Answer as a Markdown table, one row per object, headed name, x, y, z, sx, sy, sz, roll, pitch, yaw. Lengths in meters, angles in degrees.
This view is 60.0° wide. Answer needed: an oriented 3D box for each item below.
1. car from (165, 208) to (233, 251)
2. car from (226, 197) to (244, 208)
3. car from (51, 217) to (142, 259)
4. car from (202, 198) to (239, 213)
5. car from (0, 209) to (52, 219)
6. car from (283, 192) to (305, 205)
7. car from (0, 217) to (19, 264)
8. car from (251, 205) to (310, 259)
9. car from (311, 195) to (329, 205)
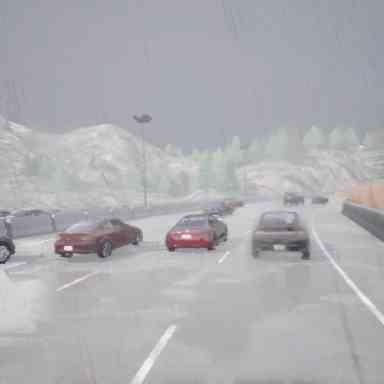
| name | x | y | z | sx | sy | sz | roll | pitch | yaw |
| --- | --- | --- | --- | --- | --- | --- | --- | --- | --- |
| car | 0.336 | 1.658 | 14.610 | 1.994 | 1.385 | 4.181 | -2 | 0 | 16 |
| car | 5.857 | 1.481 | 47.406 | 2.097 | 1.767 | 4.553 | -2 | 0 | 28 |
| car | -3.668 | 1.758 | 13.701 | 1.812 | 1.442 | 4.674 | -2 | 0 | 15 |
| car | 2.611 | 1.688 | 32.540 | 2.033 | 1.411 | 5.357 | -2 | 0 | 24 |
| car | -14.047 | 2.216 | 28.082 | 1.837 | 1.490 | 4.892 | -2 | 0 | 19 |
| car | 15.786 | 1.021 | 51.344 | 2.150 | 2.045 | 5.566 | -3 | -1 | 32 |
| car | -8.026 | 1.875 | 10.738 | 1.837 | 1.490 | 4.892 | -3 | 0 | 14 |
| car | 3.312 | 1.462 | 12.420 | 2.128 | 1.511 | 4.902 | -2 | 0 | 16 |
| car | 19.324 | 1.168 | 50.083 | 1.837 | 1.490 | 4.892 | -4 | -1 | 32 |
